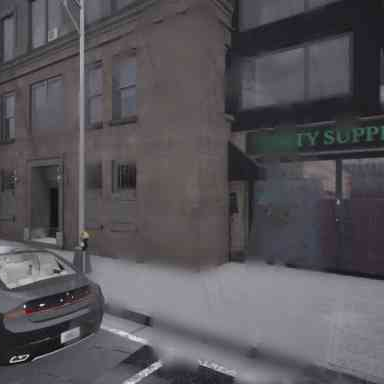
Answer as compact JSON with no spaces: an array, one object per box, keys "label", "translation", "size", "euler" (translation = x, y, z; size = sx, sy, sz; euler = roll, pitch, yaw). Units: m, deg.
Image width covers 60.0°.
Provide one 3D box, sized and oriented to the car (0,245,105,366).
[{"label":"car","translation":[-3.297,1.551,5.428],"size":[4.403,1.369,2.008],"euler":[0,0,35]}]
